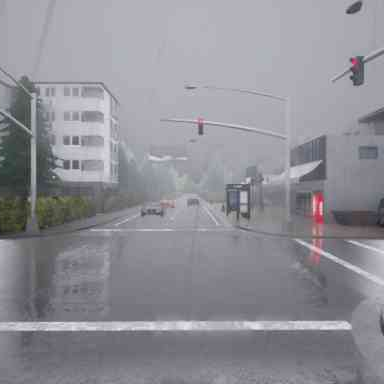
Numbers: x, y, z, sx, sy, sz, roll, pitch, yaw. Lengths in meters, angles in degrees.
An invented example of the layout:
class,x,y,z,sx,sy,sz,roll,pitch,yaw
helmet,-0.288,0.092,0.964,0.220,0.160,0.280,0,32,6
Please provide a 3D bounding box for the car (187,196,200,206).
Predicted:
class,x,y,z,sx,sy,sz,roll,pitch,yaw
car,0.236,1.505,54.213,1.837,1.490,4.892,0,0,1

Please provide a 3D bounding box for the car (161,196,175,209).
class,x,y,z,sx,sy,sz,roll,pitch,yaw
car,-3.483,1.353,45.326,2.097,1.767,4.553,0,0,0

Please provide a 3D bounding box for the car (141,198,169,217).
class,x,y,z,sx,sy,sz,roll,pitch,yaw
car,-3.530,1.564,31.042,1.994,1.385,4.181,0,0,0
